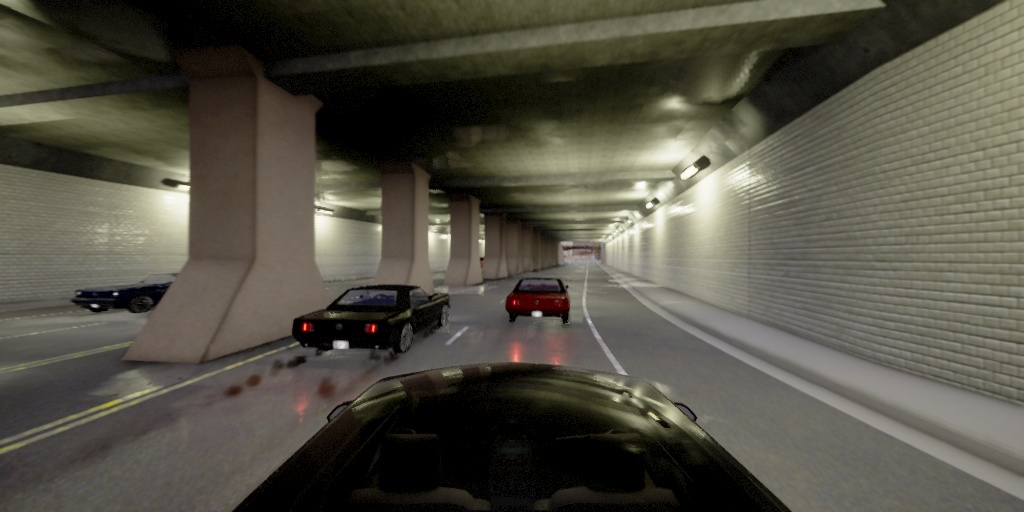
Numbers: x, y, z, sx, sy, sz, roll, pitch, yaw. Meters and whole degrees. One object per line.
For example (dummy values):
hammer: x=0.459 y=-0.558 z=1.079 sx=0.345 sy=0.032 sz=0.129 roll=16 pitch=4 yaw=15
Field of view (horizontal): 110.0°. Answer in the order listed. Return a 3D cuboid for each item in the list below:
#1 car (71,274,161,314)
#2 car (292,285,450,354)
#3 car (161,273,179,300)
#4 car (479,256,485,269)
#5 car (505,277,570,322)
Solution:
car: x=-13.119 y=1.303 z=13.724 sx=1.895 sy=1.301 sz=4.718 roll=0 pitch=0 yaw=8
car: x=-2.940 y=1.350 z=8.795 sx=1.895 sy=1.301 sz=4.718 roll=0 pitch=0 yaw=5
car: x=-9.597 y=1.269 z=13.802 sx=2.033 sy=1.411 sz=5.357 roll=0 pitch=0 yaw=8
car: x=-4.402 y=1.062 z=56.147 sx=2.150 sy=2.045 sz=5.566 roll=0 pitch=0 yaw=13
car: x=1.029 y=1.380 z=12.459 sx=1.895 sy=1.301 sz=4.718 roll=0 pitch=0 yaw=8
